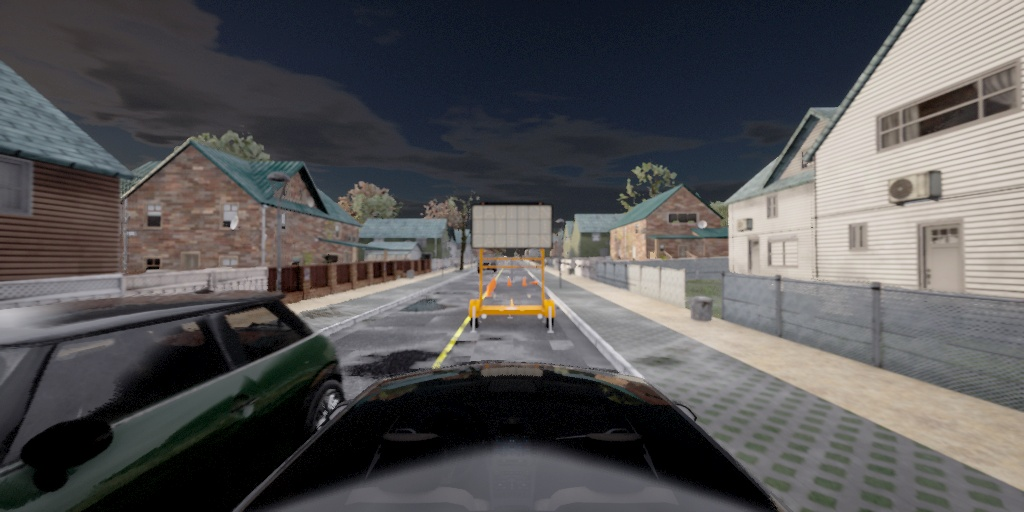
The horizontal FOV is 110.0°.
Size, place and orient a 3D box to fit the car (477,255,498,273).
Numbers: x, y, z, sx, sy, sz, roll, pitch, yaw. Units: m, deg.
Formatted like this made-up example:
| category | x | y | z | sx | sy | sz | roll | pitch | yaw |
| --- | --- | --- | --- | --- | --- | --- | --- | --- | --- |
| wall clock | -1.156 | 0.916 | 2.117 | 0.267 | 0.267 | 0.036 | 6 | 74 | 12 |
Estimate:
| category | x | y | z | sx | sy | sz | roll | pitch | yaw |
| --- | --- | --- | --- | --- | --- | --- | --- | --- | --- |
| car | -2.850 | 0.900 | 42.193 | 2.150 | 2.045 | 5.566 | 0 | 0 | 0 |

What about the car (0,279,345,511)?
| category | x | y | z | sx | sy | sz | roll | pitch | yaw |
| --- | --- | --- | --- | --- | --- | --- | --- | --- | --- |
| car | -2.849 | 1.101 | 1.950 | 2.097 | 1.767 | 4.553 | 0 | 0 | 0 |

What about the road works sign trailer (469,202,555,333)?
| category | x | y | z | sx | sy | sz | roll | pitch | yaw |
| --- | --- | --- | --- | --- | --- | --- | --- | --- | --- |
| road works sign trailer | 0.000 | 0.201 | 10.705 | 2.380 | 3.560 | 2.880 | 0 | 0 | 0 |
